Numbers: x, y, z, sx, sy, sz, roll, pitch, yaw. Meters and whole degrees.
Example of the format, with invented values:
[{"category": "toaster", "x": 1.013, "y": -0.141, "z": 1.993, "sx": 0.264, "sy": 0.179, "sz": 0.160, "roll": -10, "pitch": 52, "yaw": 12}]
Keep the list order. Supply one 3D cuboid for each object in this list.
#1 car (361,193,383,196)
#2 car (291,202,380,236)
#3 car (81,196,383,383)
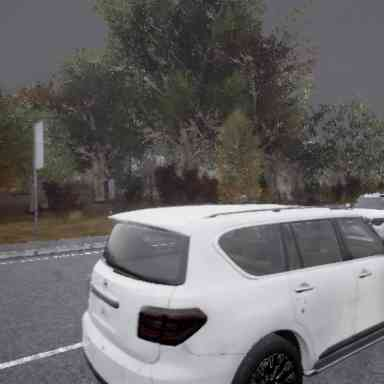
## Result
[{"category": "car", "x": 8.104, "y": 1.057, "z": 14.070, "sx": 5.566, "sy": 2.045, "sz": 2.150, "roll": -1, "pitch": 1, "yaw": -35}, {"category": "car", "x": 8.008, "y": 1.358, "z": 18.302, "sx": 5.357, "sy": 1.411, "sz": 2.033, "roll": -1, "pitch": 0, "yaw": -35}, {"category": "car", "x": 1.348, "y": 1.180, "z": 4.706, "sx": 5.566, "sy": 2.045, "sz": 2.150, "roll": -1, "pitch": 0, "yaw": -35}]
